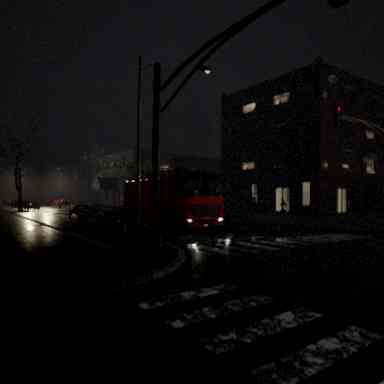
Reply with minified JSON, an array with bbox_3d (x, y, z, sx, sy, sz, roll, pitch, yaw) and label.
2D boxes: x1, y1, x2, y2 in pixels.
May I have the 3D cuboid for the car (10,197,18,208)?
[{"bbox_3d":[-29.612,2.000,57.428,1.887,1.381,4.507,1,-1,-35],"label":"car"}]

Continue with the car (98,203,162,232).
[{"bbox_3d":[-3.925,1.604,20.475,1.887,1.381,4.507,1,-1,-35],"label":"car"}]

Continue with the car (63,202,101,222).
[{"bbox_3d":[-9.083,1.718,27.851,1.802,1.307,4.206,1,-1,-35],"label":"car"}]

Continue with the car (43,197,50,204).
[{"bbox_3d":[-35.243,2.117,80.121,2.192,1.841,5.009,1,-1,-35],"label":"car"}]

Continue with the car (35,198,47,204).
[{"bbox_3d":[-38.511,2.380,84.792,1.752,1.417,4.829,1,-1,-35],"label":"car"}]

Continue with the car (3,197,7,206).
[{"bbox_3d":[-35.772,2.119,66.250,1.947,1.339,4.313,1,-1,-35],"label":"car"}]

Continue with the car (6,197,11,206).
[{"bbox_3d":[-32.601,2.069,61.716,1.947,1.339,4.313,1,-1,-35],"label":"car"}]

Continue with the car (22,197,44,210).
[{"bbox_3d":[-23.217,1.879,48.189,1.752,1.417,4.829,1,-1,-35],"label":"car"}]

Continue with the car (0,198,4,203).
[{"bbox_3d":[-38.941,1.918,70.787,2.192,1.841,5.009,1,-1,-35],"label":"car"}]

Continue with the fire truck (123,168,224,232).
[{"bbox_3d":[-1.614,0.453,22.122,2.891,3.827,8.468,1,-1,-35],"label":"fire truck"}]

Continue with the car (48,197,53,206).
[{"bbox_3d":[-28.903,2.283,71.049,1.802,1.307,4.206,1,-1,-35],"label":"car"}]

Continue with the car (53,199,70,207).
[{"bbox_3d":[-25.733,2.092,66.516,1.967,1.590,4.097,1,-1,-35],"label":"car"}]
